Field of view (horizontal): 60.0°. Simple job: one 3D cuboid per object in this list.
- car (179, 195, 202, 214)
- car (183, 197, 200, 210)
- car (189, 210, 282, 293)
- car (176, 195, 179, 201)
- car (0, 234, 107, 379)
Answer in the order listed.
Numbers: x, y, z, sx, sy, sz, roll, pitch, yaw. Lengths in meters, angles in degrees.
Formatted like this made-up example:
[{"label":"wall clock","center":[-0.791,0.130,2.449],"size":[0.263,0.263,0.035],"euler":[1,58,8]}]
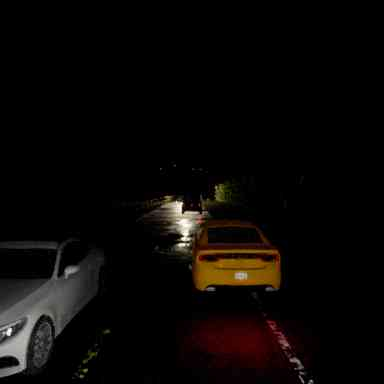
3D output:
[{"label":"car","center":[-0.003,1.352,35.079],"size":[2.097,1.767,4.553],"euler":[0,0,0]},{"label":"car","center":[-0.033,1.492,45.039],"size":[2.128,1.511,4.902],"euler":[0,0,0]},{"label":"car","center":[0.944,1.477,8.925],"size":[1.882,1.535,5.008],"euler":[0,0,0]},{"label":"car","center":[-2.921,1.513,80.032],"size":[1.837,1.490,4.892],"euler":[0,0,0]},{"label":"car","center":[-2.762,1.525,5.713],"size":[1.812,1.442,4.674],"euler":[0,0,0]}]
